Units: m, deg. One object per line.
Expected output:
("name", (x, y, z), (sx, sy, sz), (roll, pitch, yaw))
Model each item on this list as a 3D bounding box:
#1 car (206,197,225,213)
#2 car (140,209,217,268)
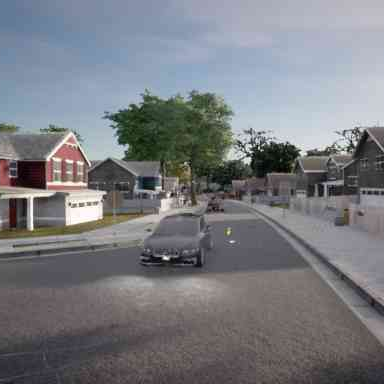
("car", (2.657, 1.619, 36.919), (1.994, 1.385, 4.181), (0, 0, 5))
("car", (-0.353, 1.558, 11.480), (1.837, 1.490, 4.892), (0, 0, 9))
